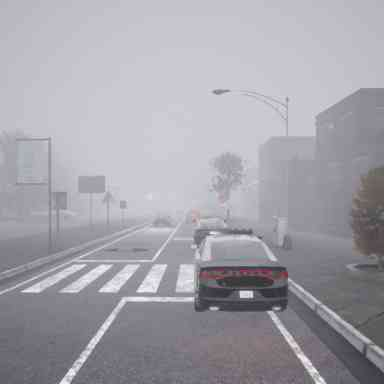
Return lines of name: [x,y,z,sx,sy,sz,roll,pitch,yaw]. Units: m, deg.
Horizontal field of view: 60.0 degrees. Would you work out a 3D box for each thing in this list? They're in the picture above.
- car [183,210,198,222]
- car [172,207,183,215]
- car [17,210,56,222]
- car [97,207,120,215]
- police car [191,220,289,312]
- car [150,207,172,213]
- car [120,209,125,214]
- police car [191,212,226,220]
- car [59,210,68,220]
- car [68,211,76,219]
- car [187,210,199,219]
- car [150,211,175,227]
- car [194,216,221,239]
car: [0.209,3.278,46.665,2.097,1.767,4.553,0,-2,1]
car: [-2.913,4.604,78.516,2.097,1.767,4.553,0,-2,0]
car: [-21.767,3.397,46.165,4.674,1.452,2.002,0,-2,0]
car: [-21.561,4.965,84.316,5.008,1.535,2.097,0,-2,0]
police car: [0.999,1.766,8.664,1.930,1.638,5.238,0,-2,0]
car: [-8.466,5.087,87.008,4.892,1.521,2.231,0,-3,0]
car: [-21.542,5.219,89.878,5.008,1.535,2.097,0,-3,0]
police car: [1.037,2.179,18.665,1.930,1.638,5.238,0,-2,0]
car: [-21.747,3.495,49.440,4.892,1.521,2.231,0,-2,0]
car: [-21.741,3.632,52.710,5.008,1.535,2.097,0,-2,0]
car: [0.252,4.033,60.097,2.033,1.411,5.357,0,-2,0]
car: [-3.207,3.111,36.689,1.895,1.301,4.718,0,-2,0]
car: [1.063,2.527,24.551,1.812,1.442,4.674,0,-2,0]
